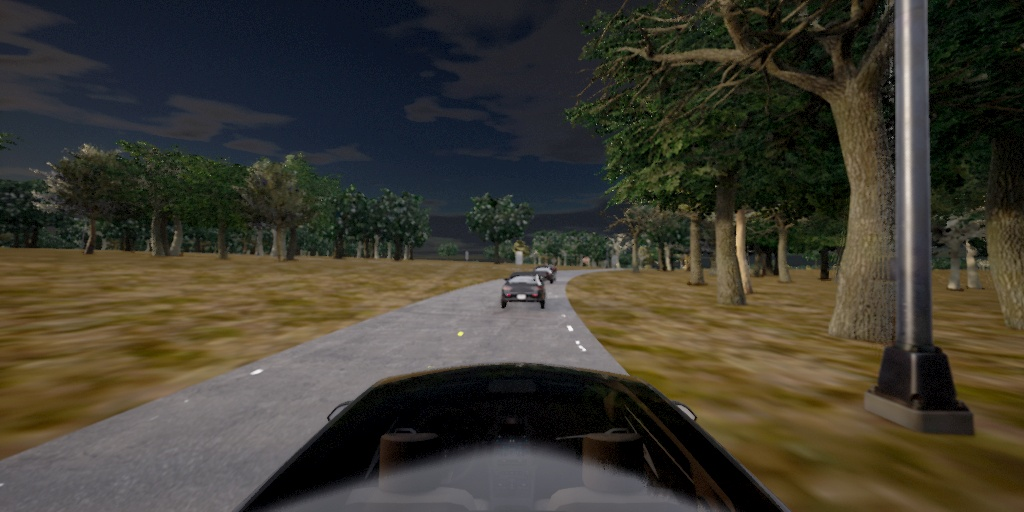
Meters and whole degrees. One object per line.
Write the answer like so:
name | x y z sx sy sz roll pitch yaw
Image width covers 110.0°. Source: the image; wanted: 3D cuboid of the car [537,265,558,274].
car | 5.083 1.886 51.041 1.895 1.301 4.718 -1 -1 19

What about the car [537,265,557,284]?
car | 2.702 1.572 30.724 1.812 1.442 4.674 0 0 12

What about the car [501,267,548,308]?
car | 0.589 1.419 16.056 1.812 1.442 4.674 0 0 6
